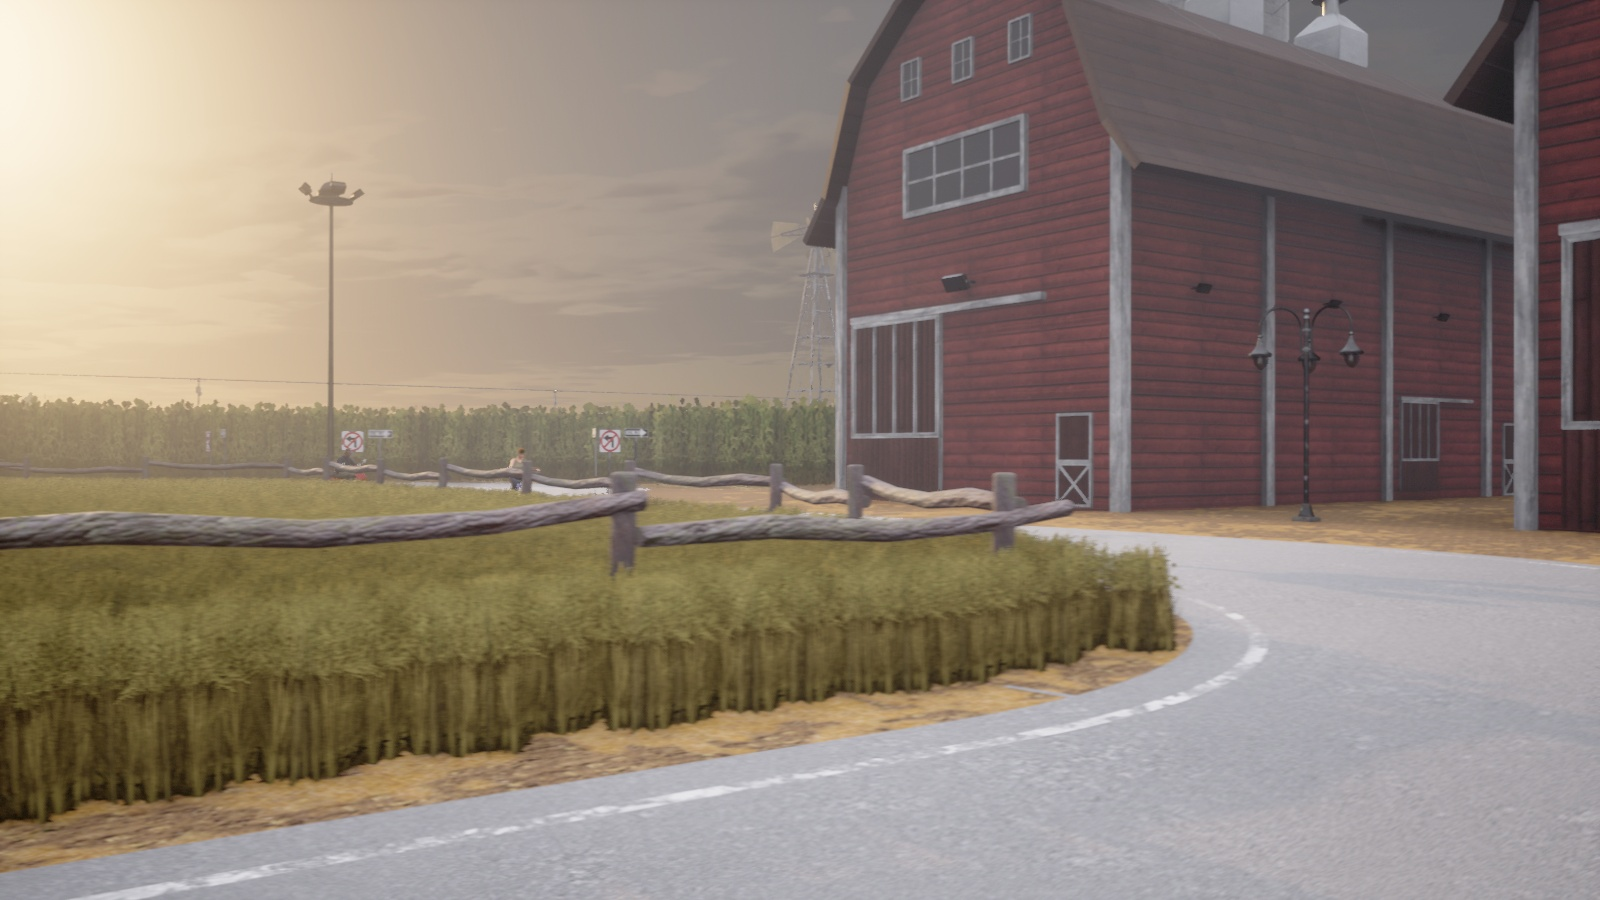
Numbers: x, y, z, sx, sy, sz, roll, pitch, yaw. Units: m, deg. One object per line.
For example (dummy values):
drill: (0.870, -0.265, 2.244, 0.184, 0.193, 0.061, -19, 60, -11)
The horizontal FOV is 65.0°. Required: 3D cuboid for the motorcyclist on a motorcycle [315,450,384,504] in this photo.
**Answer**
motorcyclist on a motorcycle: (-13.799, 0.822, 38.453, 1.817, 1.590, 0.866, 0, 3, 20)
